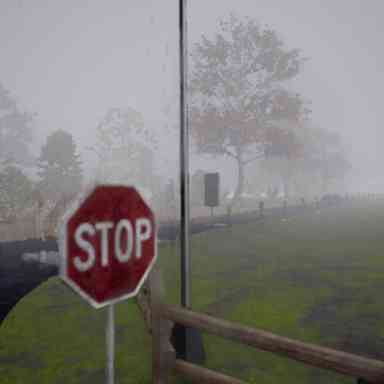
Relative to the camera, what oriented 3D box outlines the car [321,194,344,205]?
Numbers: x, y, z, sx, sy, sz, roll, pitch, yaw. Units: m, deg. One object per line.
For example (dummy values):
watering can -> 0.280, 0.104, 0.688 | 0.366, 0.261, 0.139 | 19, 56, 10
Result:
car -> 18.031, 0.879, 42.702 | 1.994, 1.385, 4.181 | -1, 1, 37
